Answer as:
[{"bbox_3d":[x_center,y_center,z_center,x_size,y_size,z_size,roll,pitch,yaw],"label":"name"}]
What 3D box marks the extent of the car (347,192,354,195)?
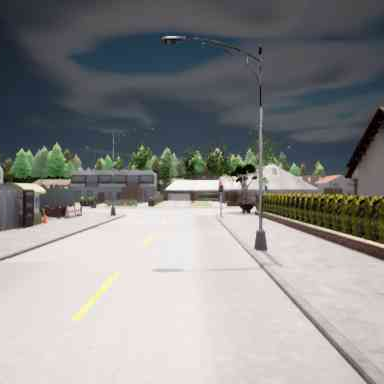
[{"bbox_3d":[38.004,0.951,78.375,1.905,1.878,3.866,0,0,0],"label":"car"}]
